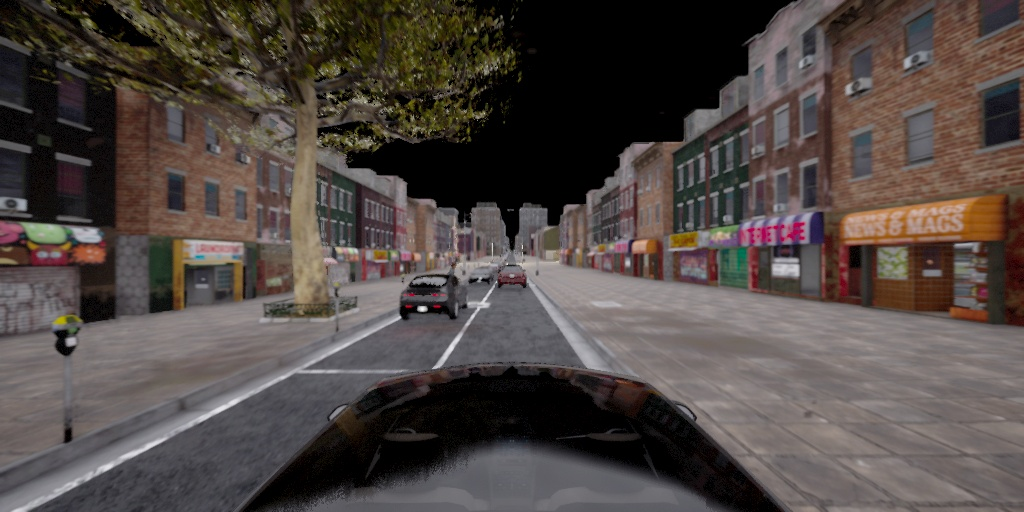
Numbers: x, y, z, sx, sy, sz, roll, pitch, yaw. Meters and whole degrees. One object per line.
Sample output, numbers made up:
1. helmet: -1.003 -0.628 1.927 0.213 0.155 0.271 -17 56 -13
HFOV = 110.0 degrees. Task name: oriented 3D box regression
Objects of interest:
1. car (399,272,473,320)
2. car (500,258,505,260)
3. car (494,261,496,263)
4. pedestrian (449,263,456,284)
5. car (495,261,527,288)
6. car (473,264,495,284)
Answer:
1. car: -2.755 1.410 13.442 1.837 1.490 4.892 0 -1 0
2. car: -2.660 1.638 64.500 1.967 1.591 4.097 0 0 0
3. car: -2.656 1.790 53.432 1.802 1.307 4.207 0 0 0
4. pedestrian: -2.734 1.236 16.383 0.375 1.860 0.375 1 0 0
5. car: 0.000 1.447 27.702 2.097 1.767 4.553 0 -1 0
6. car: -2.649 1.687 31.265 1.948 1.339 4.313 0 0 0
